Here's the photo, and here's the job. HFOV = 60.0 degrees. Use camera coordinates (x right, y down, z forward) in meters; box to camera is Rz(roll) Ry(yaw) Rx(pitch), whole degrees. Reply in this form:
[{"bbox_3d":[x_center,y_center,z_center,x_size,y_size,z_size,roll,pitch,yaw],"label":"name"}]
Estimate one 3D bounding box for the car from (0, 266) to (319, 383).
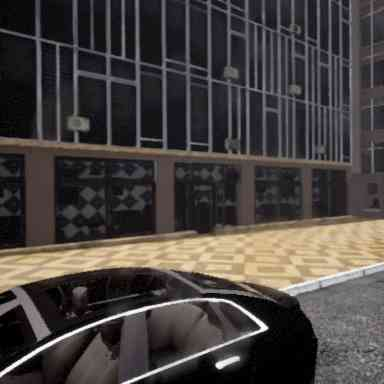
[{"bbox_3d":[-0.979,1.506,2.673,4.892,1.490,1.837,0,0,-35],"label":"car"}]
